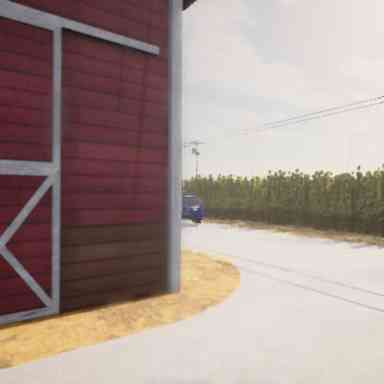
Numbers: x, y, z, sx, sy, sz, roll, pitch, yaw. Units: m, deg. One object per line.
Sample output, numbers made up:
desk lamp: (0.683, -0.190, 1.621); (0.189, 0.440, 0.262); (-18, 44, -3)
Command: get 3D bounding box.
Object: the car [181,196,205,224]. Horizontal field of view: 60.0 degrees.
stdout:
car: (-1.199, 1.289, 25.091); (2.150, 2.045, 5.566); (0, 0, -32)
